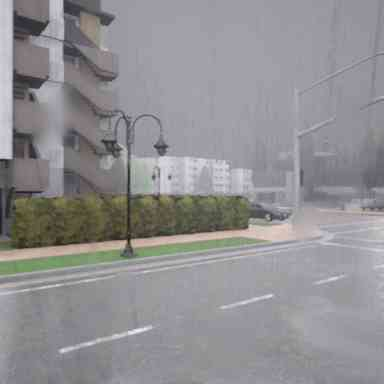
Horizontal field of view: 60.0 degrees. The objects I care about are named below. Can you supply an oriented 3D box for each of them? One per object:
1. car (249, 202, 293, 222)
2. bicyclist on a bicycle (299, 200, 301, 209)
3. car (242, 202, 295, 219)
[{"bbox_3d":[5.606,1.567,27.169,1.837,1.490,4.892,0,0,-38],"label":"car"},{"bbox_3d":[13.194,1.407,41.548,1.656,1.620,0.582,0,0,-39],"label":"bicyclist on a bicycle"},{"bbox_3d":[7.046,1.673,30.982,1.895,1.301,4.718,0,0,-38],"label":"car"}]
